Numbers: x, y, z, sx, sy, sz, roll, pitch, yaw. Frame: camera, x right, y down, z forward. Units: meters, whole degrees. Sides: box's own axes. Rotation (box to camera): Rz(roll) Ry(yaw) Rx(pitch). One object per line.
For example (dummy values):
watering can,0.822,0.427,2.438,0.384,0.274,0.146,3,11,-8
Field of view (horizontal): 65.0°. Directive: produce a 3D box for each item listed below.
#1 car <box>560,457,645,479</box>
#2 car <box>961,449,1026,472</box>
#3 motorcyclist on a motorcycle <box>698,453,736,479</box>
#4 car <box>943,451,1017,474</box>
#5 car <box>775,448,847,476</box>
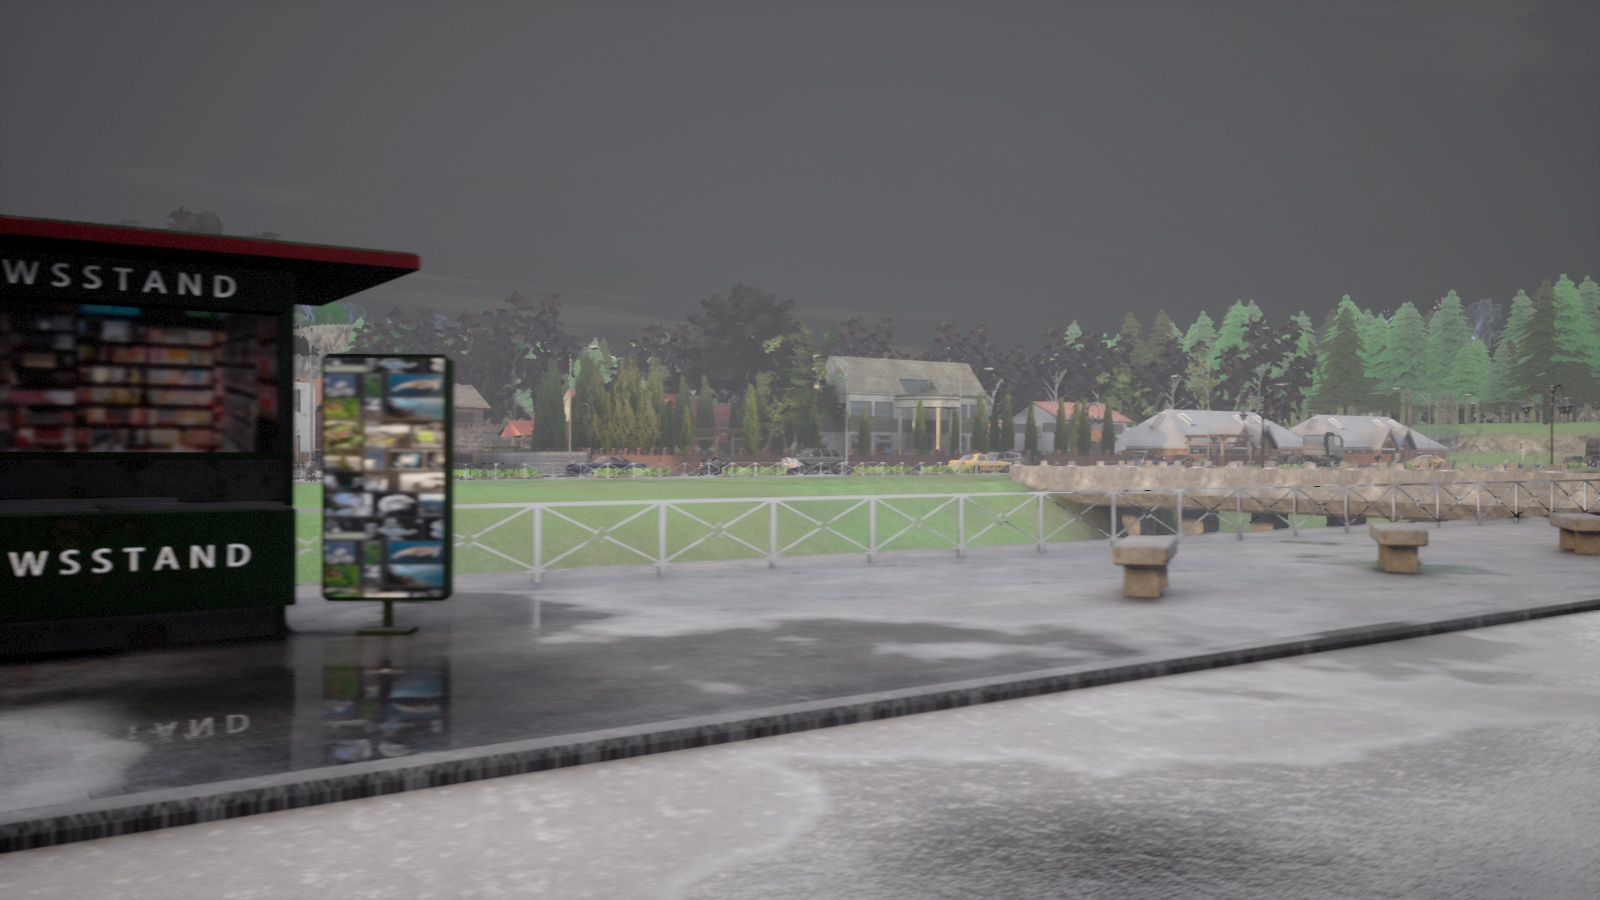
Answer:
car,-11.951,1.057,75.992,4.718,1.301,1.895,0,0,-35
car,14.562,0.790,94.438,4.611,1.667,2.242,0,0,-35
motorcyclist on a motorcycle,-5.023,0.977,75.938,2.191,1.530,0.866,0,0,-35
car,12.695,0.873,88.265,5.366,1.575,1.801,0,0,-35
car,0.733,0.768,84.817,4.605,1.855,1.932,0,0,-35
